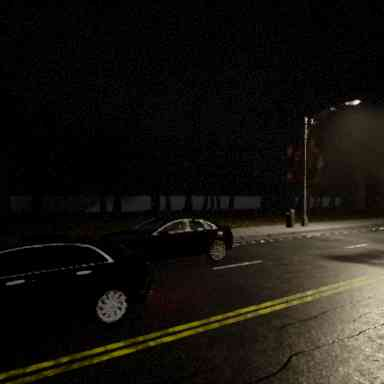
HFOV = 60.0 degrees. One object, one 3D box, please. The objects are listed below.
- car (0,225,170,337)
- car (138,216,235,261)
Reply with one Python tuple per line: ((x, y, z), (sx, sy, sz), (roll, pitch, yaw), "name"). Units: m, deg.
((-2.995, 1.512, 5.524), (4.892, 1.490, 1.837), (1, 0, -35), "car")
((-0.784, 1.556, 11.065), (4.902, 1.511, 2.128), (1, -1, -35), "car")
